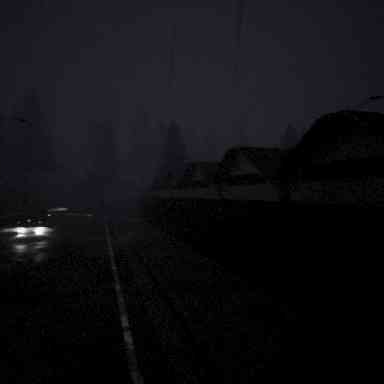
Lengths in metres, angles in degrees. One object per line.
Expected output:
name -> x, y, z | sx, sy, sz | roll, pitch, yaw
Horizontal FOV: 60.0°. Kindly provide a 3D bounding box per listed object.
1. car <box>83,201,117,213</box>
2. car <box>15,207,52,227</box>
car -> -11.818, 1.864, 42.895 | 1.812, 1.442, 4.674 | 0, -1, 37
car -> -12.164, 1.877, 25.756 | 1.994, 1.385, 4.181 | 0, 0, -15
